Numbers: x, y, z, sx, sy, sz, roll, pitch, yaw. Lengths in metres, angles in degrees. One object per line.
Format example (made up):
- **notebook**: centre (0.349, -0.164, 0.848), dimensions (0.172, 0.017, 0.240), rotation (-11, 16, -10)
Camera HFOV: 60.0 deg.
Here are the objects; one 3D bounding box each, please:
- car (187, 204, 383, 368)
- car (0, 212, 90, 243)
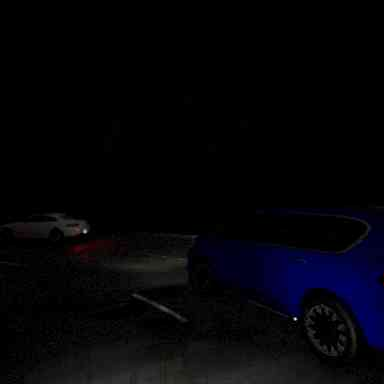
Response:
- **car**: centre (1.946, 1.231, 6.160), dimensions (2.150, 2.045, 5.566), rotation (0, -1, -28)
- **car**: centre (-7.590, 1.787, 17.217), dimensions (4.674, 1.442, 1.812), rotation (-1, -1, 14)
